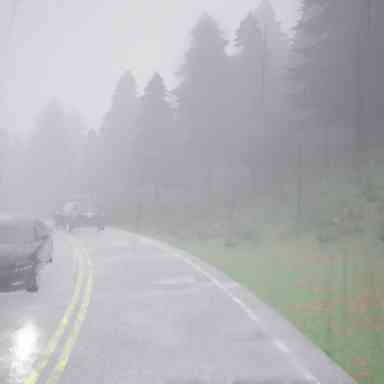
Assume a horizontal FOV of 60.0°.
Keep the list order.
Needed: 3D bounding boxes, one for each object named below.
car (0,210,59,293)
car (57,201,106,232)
[{"bbox_3d":[-4.842,1.454,8.828,1.882,1.535,5.008,1,0,-18],"label":"car"},{"bbox_3d":[-6.945,1.335,20.242,2.097,1.767,4.553,2,-1,-35],"label":"car"}]
